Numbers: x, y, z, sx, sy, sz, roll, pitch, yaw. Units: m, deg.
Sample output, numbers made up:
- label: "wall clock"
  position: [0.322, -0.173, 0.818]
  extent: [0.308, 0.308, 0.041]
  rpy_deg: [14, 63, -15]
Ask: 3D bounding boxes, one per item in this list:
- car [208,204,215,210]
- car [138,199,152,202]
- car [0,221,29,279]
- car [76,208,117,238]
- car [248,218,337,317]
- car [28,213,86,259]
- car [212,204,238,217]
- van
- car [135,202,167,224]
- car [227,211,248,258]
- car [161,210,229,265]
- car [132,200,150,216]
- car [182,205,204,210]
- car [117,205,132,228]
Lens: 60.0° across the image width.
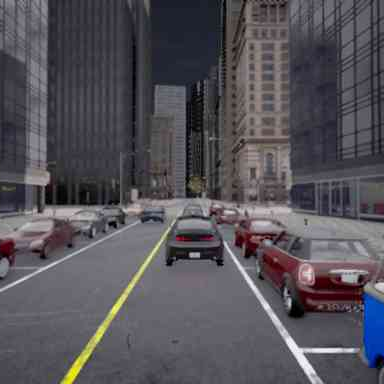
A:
- label: "car"
  position: [2.666, 1.899, 34.887]
  extent: [1.887, 1.381, 4.507]
  rpy_deg: [0, -1, 0]
- label: "car"
  position: [-5.858, 1.736, 40.350]
  extent: [2.192, 1.841, 5.009]
  rpy_deg: [0, -1, 0]
- label: "car"
  position: [-5.851, 1.612, 7.594]
  extent: [1.887, 1.381, 4.507]
  rpy_deg: [1, -1, 0]
- label: "car"
  position: [-5.854, 1.724, 18.512]
  extent: [2.008, 1.369, 4.403]
  rpy_deg: [1, -1, 0]
- label: "car"
  position: [2.674, 1.507, 7.591]
  extent: [1.967, 1.590, 4.097]
  rpy_deg: [1, -1, 0]
- label: "car"
  position: [-5.853, 1.701, 13.052]
  extent: [1.802, 1.307, 4.206]
  rpy_deg: [1, -1, 0]
- label: "car"
  position: [2.669, 1.812, 23.968]
  extent: [1.802, 1.307, 4.206]
  rpy_deg: [0, -1, 0]
- label: "van"
  position: [2.677, 1.360, 2.133]
  extent: [1.690, 1.788, 3.998]
  rpy_deg: [1, -1, 0]
- label: "car"
  position: [-3.104, 1.822, 28.004]
  extent: [2.033, 1.411, 5.357]
  rpy_deg: [0, -1, 0]
- label: "car"
  position: [2.672, 1.663, 13.050]
  extent: [1.887, 1.381, 4.507]
  rpy_deg: [1, -1, 0]
- label: "car"
  position: [0.087, 1.614, 12.106]
  extent: [1.837, 1.490, 4.892]
  rpy_deg: [0, -1, 0]
- label: "car"
  position: [-5.858, 1.878, 34.718]
  extent: [1.752, 1.417, 4.829]
  rpy_deg: [0, -1, 0]
- label: "car"
  position: [0.091, 1.848, 30.298]
  extent: [2.033, 1.411, 5.357]
  rpy_deg: [0, -1, 0]
- label: "car"
  position: [-5.856, 1.796, 23.970]
  extent: [1.947, 1.339, 4.313]
  rpy_deg: [1, -1, 0]
